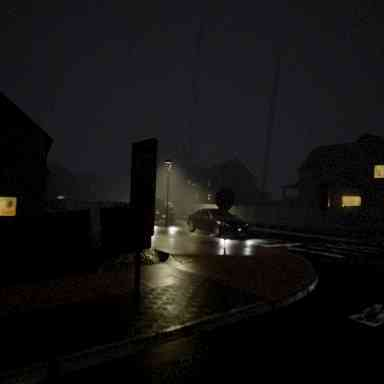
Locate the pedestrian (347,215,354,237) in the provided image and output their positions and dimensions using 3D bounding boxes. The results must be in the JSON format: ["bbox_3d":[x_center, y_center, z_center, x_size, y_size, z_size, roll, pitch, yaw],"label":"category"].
[{"bbox_3d":[8.479,1.445,17.824,0.375,1.860,0.375,2,-1,-31],"label":"pedestrian"}]

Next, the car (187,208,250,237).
[{"bbox_3d":[1.312,1.655,18.722,1.812,1.442,4.674,3,-2,-28],"label":"car"}]

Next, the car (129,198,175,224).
[{"bbox_3d":[-3.260,1.517,27.604,2.150,2.045,5.566,3,-2,-25],"label":"car"}]

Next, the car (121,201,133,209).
[{"bbox_3d":[-12.401,2.514,63.593,2.033,1.411,5.357,2,-1,-13],"label":"car"}]

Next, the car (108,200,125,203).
[{"bbox_3d":[-11.531,1.991,48.755,2.097,1.767,4.553,2,-1,-17],"label":"car"}]

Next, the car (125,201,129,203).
[{"bbox_3d":[-9.879,2.355,53.333,2.033,1.411,5.357,2,-1,-16],"label":"car"}]
